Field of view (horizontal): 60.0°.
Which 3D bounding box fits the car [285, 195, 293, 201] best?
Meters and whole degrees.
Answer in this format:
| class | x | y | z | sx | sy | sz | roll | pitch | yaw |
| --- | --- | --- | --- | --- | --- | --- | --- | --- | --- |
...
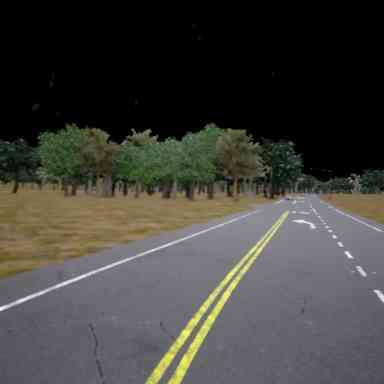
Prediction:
| class | x | y | z | sx | sy | sz | roll | pitch | yaw |
| --- | --- | --- | --- | --- | --- | --- | --- | --- | --- |
| car | 26.706 | 1.671 | 91.831 | 1.882 | 1.535 | 5.008 | 3 | 1 | 18 |
